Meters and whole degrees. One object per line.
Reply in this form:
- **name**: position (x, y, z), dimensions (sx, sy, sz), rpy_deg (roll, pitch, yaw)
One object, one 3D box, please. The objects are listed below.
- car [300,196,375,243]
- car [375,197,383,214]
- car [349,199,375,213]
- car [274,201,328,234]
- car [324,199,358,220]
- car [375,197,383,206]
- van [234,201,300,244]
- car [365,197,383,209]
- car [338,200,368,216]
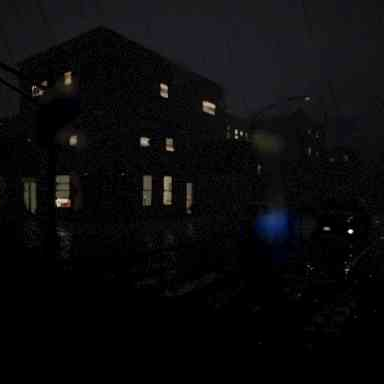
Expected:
- **car**: position (7.346, 1.208, 16.467), dimensions (2.150, 2.045, 5.566), rpy_deg (0, 0, 35)
- **car**: position (20.603, 1.496, 35.063), dimensions (1.837, 1.490, 4.892), rpy_deg (0, 0, 36)
- **car**: position (19.429, 1.535, 37.941), dimensions (2.008, 1.369, 4.403), rpy_deg (0, 0, 35)
- **car**: position (6.627, 1.421, 19.931), dimensions (1.967, 1.590, 4.097), rpy_deg (0, 0, 35)
- **car**: position (13.028, 1.421, 28.937), dimensions (1.967, 1.590, 4.097), rpy_deg (0, 0, 35)
- **car**: position (32.231, 1.551, 55.952), dimensions (2.008, 1.369, 4.403), rpy_deg (0, 0, 35)
- **van**: position (3.427, 1.324, 15.429), dimensions (1.690, 1.788, 3.998), rpy_deg (0, 0, 35)
- **car**: position (25.731, 1.517, 46.807), dimensions (1.752, 1.417, 4.829), rpy_deg (0, 0, 35)
- **car**: position (16.228, 1.533, 33.438), dimensions (2.008, 1.369, 4.403), rpy_deg (0, 0, 35)
